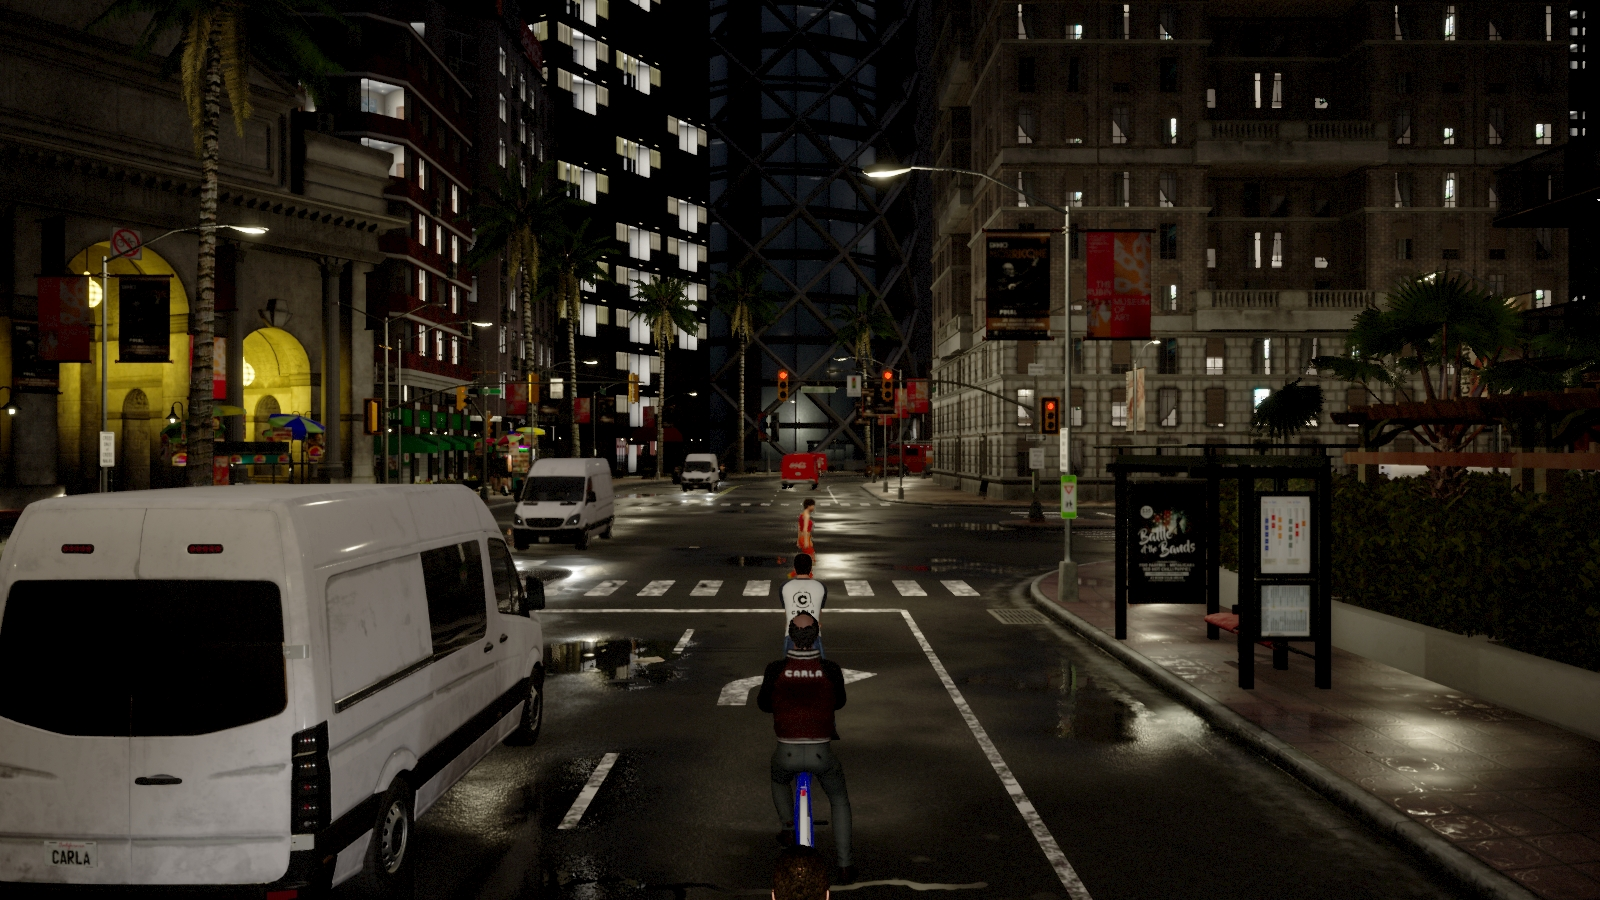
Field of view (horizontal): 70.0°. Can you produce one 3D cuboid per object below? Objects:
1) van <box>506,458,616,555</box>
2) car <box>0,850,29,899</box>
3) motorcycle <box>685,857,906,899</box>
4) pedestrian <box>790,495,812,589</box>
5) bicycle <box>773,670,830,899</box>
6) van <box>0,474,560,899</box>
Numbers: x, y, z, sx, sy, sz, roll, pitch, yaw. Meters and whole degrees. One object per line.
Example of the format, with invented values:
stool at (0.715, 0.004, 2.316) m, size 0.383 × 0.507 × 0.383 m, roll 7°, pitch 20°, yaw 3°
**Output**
van at (-6.905, 1.534, 33.711) m, size 1.988 × 2.561 × 5.915 m, roll 0°, pitch 0°, yaw 0°
car at (-3.487, 2.120, 2.971) m, size 1.481 × 1.376 × 2.207 m, roll 0°, pitch 0°, yaw 0°
motorcycle at (-0.018, 2.213, 3.585) m, size 0.803 × 1.145 × 2.033 m, roll 0°, pitch 0°, yaw 0°
pedestrian at (0.022, 1.849, 23.109) m, size 0.375 × 1.860 × 0.375 m, roll 0°, pitch 0°, yaw -11°
bicycle at (0.008, 2.210, 7.501) m, size 0.329 × 1.171 × 1.835 m, roll 0°, pitch 0°, yaw 0°
van at (-3.525, 1.534, 8.973) m, size 1.988 × 2.561 × 5.915 m, roll 0°, pitch 0°, yaw 0°
